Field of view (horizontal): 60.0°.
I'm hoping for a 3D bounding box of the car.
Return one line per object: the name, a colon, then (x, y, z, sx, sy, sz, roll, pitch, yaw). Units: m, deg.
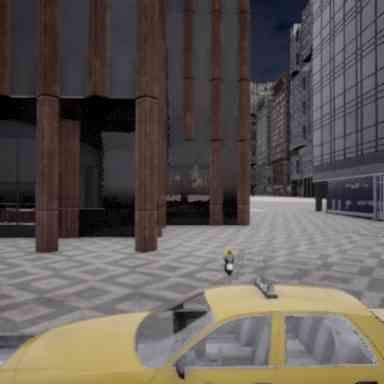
car: (0.492, 1.580, 3.395, 4.829, 1.417, 1.752, 0, -1, -2)
